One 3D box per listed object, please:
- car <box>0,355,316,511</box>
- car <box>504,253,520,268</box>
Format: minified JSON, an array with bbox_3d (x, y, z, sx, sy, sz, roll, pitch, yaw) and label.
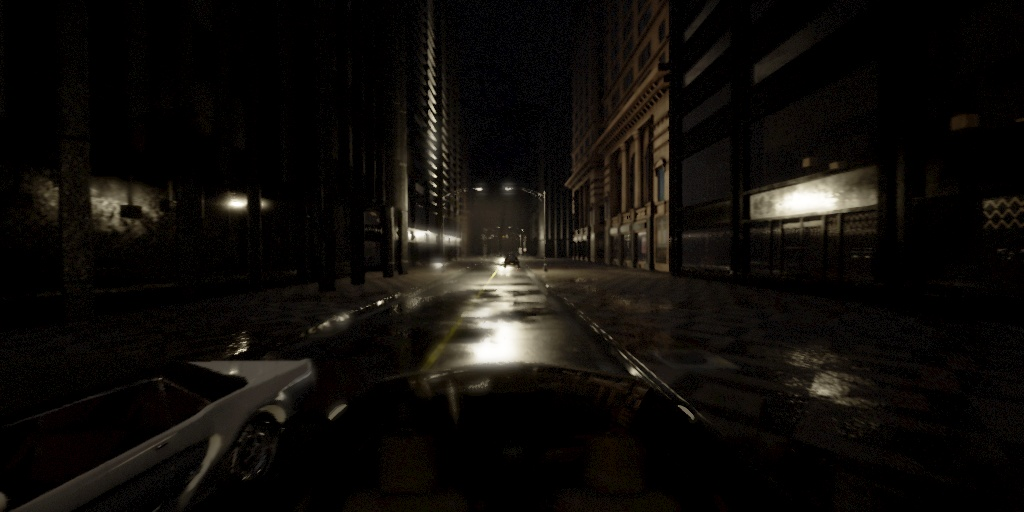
[{"bbox_3d":[-3.095,1.376,1.729,1.895,1.301,4.718,0,1,0],"label":"car"},{"bbox_3d":[-0.028,0.660,45.849,1.882,1.535,5.008,0,1,0],"label":"car"}]
